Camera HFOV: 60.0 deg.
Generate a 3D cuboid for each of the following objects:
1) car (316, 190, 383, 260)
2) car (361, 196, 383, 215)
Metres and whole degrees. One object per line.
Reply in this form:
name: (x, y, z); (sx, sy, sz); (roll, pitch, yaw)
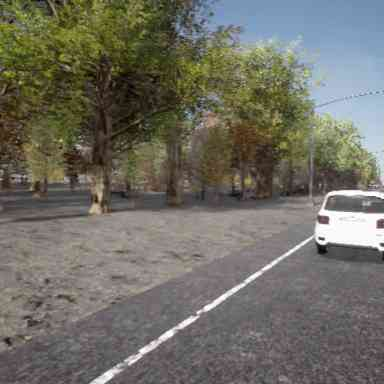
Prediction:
car: (5.841, 0.969, 11.616); (2.150, 2.045, 5.566); (2, 2, 31)
car: (15.199, 1.048, 27.474); (1.895, 1.301, 4.718); (2, 2, 31)
